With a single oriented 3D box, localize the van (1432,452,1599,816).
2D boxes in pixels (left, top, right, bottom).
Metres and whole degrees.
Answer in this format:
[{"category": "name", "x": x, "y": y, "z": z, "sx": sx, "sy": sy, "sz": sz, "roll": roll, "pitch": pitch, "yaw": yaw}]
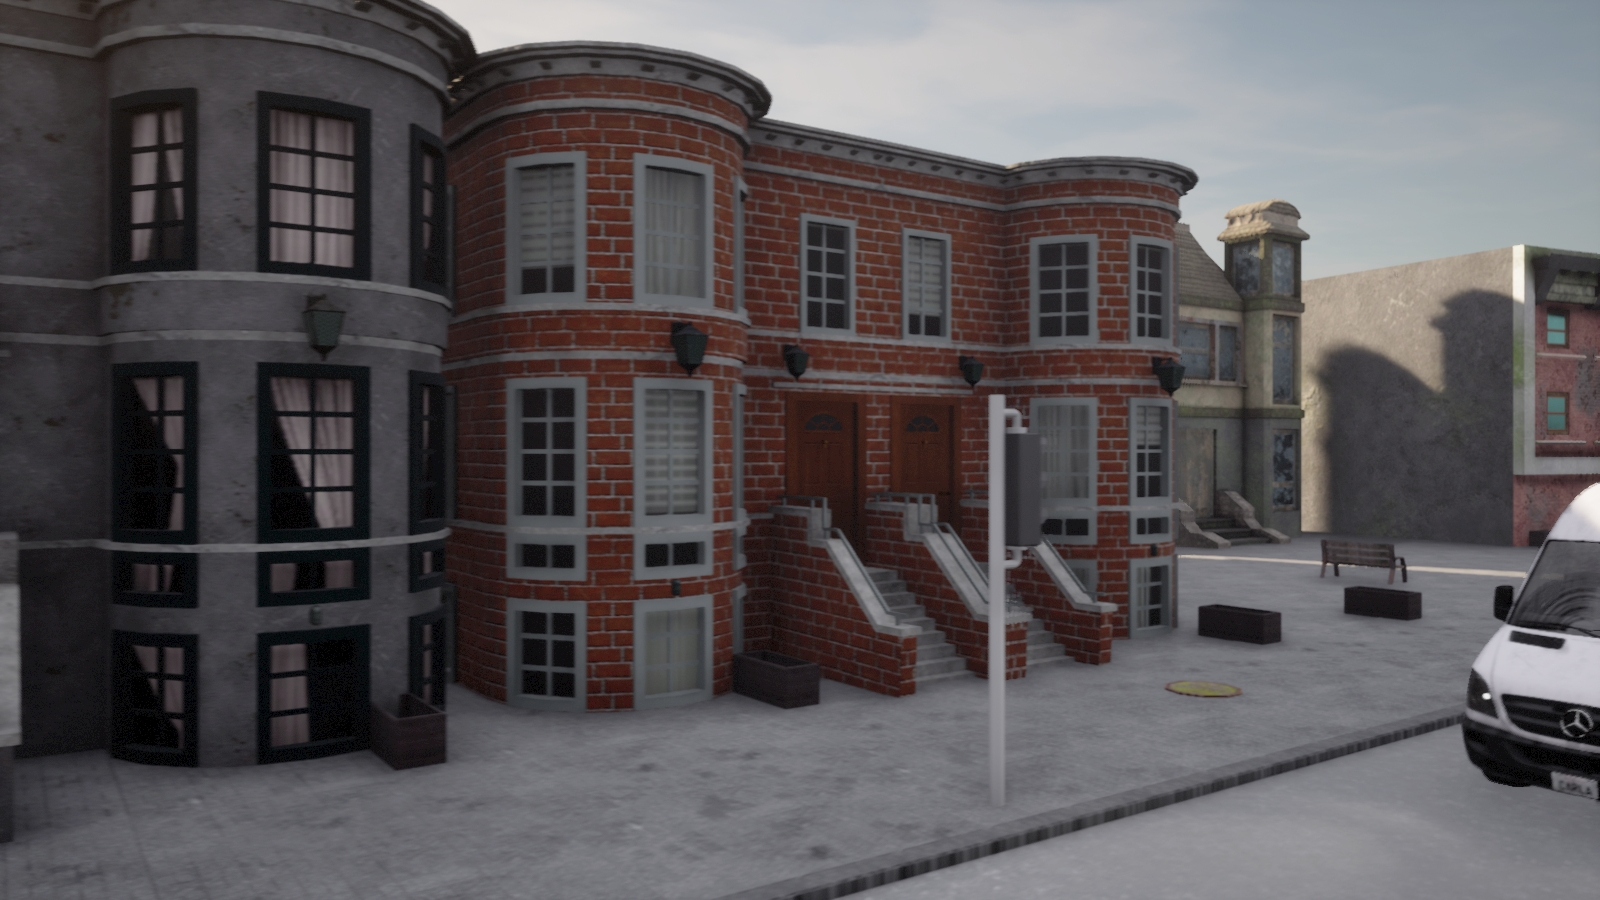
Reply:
[{"category": "van", "x": 8.084, "y": 1.309, "z": 10.071, "sx": 5.915, "sy": 2.561, "sz": 1.988, "roll": -1, "pitch": 1, "yaw": -35}]
